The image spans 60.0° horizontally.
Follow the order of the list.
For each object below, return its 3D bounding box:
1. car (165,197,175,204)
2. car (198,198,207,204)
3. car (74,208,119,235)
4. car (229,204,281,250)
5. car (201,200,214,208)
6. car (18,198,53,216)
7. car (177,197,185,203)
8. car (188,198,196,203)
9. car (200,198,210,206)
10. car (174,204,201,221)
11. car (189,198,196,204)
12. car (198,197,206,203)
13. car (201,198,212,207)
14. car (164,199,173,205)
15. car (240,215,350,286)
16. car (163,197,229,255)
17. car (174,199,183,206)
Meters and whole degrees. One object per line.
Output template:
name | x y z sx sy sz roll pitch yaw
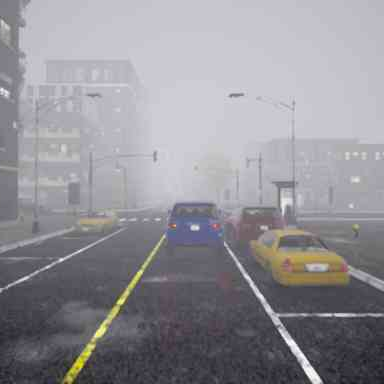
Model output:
car | -5.640 2.135 86.809 2.192 1.841 5.009 0 -1 0
car | 2.741 2.371 86.800 2.008 1.369 4.403 0 -1 0
car | -5.680 1.698 20.203 1.752 1.417 4.829 0 0 0
car | 2.699 1.442 14.830 2.192 1.841 5.009 0 0 0
car | 2.724 2.076 58.317 2.008 1.369 4.403 0 -1 0
car | -17.253 1.559 34.615 5.009 1.841 2.192 0 -1 0
car | -2.946 2.118 89.326 1.837 1.490 4.892 0 -1 0
car | 0.058 2.353 95.507 2.128 1.511 4.902 0 -1 0
car | 2.731 2.080 69.711 1.967 1.590 4.097 0 -1 0
car | -0.485 1.862 30.574 1.895 1.301 4.718 0 0 -8
car | 0.052 2.324 85.500 1.812 1.442 4.674 0 -1 0
car | 2.745 2.322 92.497 1.967 1.590 4.097 0 -1 0
car | 2.728 2.023 64.015 1.967 1.590 4.097 0 -1 0
car | -5.643 2.341 81.110 1.802 1.307 4.206 0 -1 0
car | 2.695 1.607 9.458 1.752 1.417 4.829 0 0 0
car | 0.110 1.343 14.096 2.150 2.045 5.566 0 0 0
car | -2.957 2.197 72.883 1.812 1.442 4.674 0 -1 0
